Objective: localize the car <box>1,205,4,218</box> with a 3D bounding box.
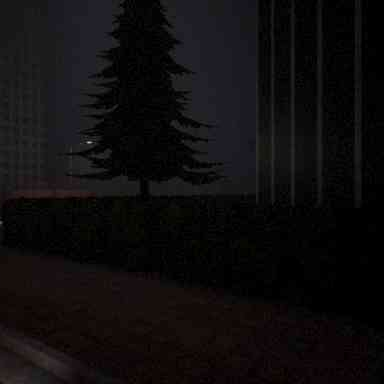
[{"bbox_3d":[-13.118,1.560,28.389,1.837,1.490,4.892,0,0,36],"label":"car"}]
